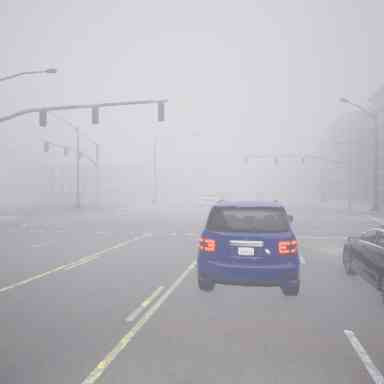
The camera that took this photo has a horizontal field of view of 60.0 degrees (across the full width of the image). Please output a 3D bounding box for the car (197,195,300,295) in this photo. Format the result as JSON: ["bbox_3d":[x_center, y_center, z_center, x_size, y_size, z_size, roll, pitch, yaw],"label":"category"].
[{"bbox_3d":[1.544,1.221,8.964,2.150,2.045,5.566,0,0,11],"label":"car"}]

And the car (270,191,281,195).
[{"bbox_3d":[18.927,0.707,74.740,2.097,1.767,4.553,0,1,11],"label":"car"}]

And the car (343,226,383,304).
[{"bbox_3d":[4.806,1.492,7.432,2.128,1.511,4.902,0,0,11],"label":"car"}]

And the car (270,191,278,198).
[{"bbox_3d":[20.909,0.609,84.589,1.837,1.490,4.892,0,1,11],"label":"car"}]

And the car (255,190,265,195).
[{"bbox_3d":[15.504,0.904,75.469,1.994,1.385,4.181,0,1,11],"label":"car"}]

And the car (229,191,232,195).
[{"bbox_3d":[7.070,0.720,69.038,2.150,2.045,5.566,0,1,11],"label":"car"}]

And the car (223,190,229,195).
[{"bbox_3d":[4.725,0.924,57.810,2.150,2.045,5.566,0,1,12],"label":"car"}]

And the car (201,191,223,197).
[{"bbox_3d":[2.643,1.079,47.512,2.150,2.045,5.566,0,1,11],"label":"car"}]
